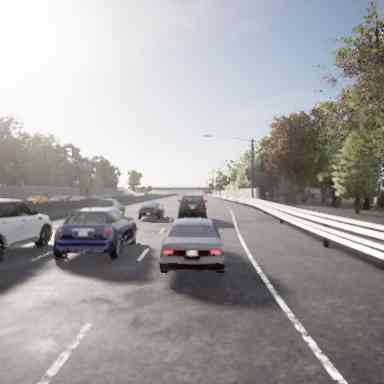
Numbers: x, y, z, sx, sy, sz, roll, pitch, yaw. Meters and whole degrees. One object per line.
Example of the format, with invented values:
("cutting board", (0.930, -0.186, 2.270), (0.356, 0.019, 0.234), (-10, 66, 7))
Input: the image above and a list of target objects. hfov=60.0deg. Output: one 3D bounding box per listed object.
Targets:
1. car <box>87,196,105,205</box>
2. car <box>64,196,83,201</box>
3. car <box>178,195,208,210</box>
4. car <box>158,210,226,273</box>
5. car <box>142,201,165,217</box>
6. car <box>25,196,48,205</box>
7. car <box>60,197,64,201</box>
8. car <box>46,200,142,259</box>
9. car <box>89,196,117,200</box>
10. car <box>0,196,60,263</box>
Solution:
("car", (-17.479, 1.494, 60.650), (1.882, 1.535, 5.008), (0, 0, 1))
("car", (-20.971, 1.541, 60.510), (1.812, 1.442, 4.674), (0, 0, 1))
("car", (0.058, 1.217, 26.685), (2.150, 2.045, 5.566), (0, 0, 1))
("car", (0.036, 1.543, 10.654), (2.033, 1.411, 5.357), (0, 0, 1))
("car", (-3.426, 1.519, 28.485), (1.812, 1.442, 4.674), (0, 0, 0))
("car", (-27.968, 1.493, 59.965), (1.882, 1.535, 5.008), (0, 0, 1))
("car", (-24.468, 1.541, 60.431), (1.812, 1.442, 4.674), (0, 0, 1))
("car", (-3.444, 1.346, 12.689), (2.097, 1.767, 4.553), (0, 0, 0))
("car", (-6.933, 1.345, 27.707), (2.097, 1.767, 4.553), (0, 0, 1))
("car", (-6.954, 1.218, 11.648), (2.150, 2.045, 5.566), (0, 0, 1))
